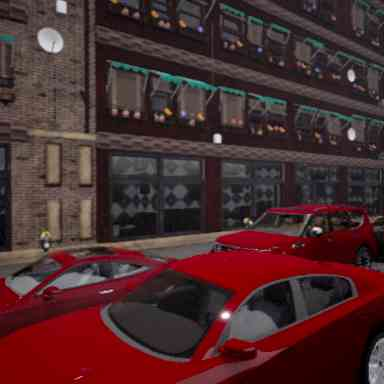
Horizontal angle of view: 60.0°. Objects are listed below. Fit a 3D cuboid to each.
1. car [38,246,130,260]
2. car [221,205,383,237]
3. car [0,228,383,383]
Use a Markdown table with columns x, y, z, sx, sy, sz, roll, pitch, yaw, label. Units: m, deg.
| x | y | z | sx | sy | sz | roll | pitch | yaw | label |
| --- | --- | --- | --- | --- | --- | --- | --- | --- | --- |
| -1.866 | 1.576 | 5.230 | 4.206 | 1.307 | 1.802 | 0 | 0 | -35 | car |
| 2.772 | 1.287 | 8.536 | 5.009 | 1.841 | 2.192 | 0 | 0 | -35 | car |
| 0.364 | 1.469 | 3.594 | 5.008 | 1.535 | 1.882 | -1 | 1 | -35 | car |
